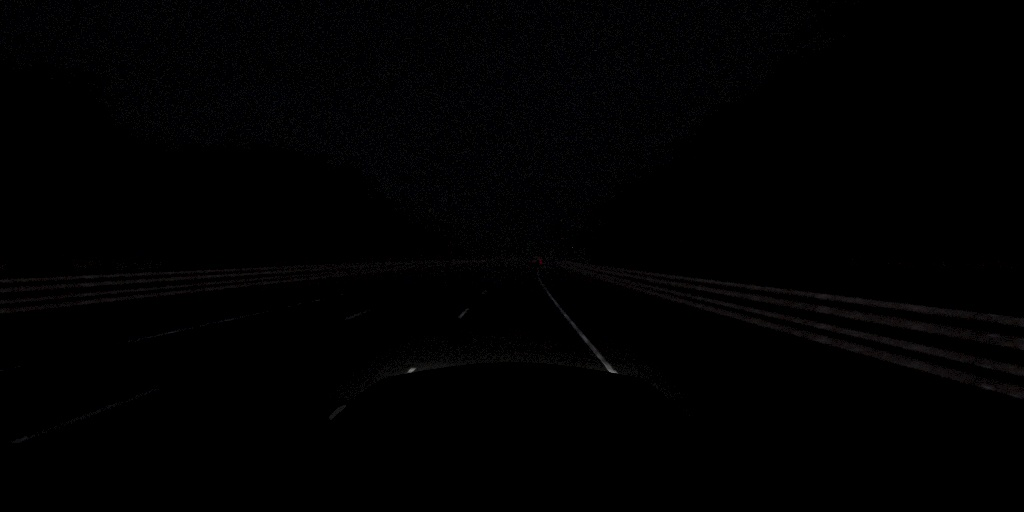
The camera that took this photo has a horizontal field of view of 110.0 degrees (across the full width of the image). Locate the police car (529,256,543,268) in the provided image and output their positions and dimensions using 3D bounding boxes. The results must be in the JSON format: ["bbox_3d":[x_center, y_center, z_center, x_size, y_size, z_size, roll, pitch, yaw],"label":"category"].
[{"bbox_3d":[4.131,1.276,64.916,1.930,1.638,5.238,0,0,6],"label":"police car"}]
